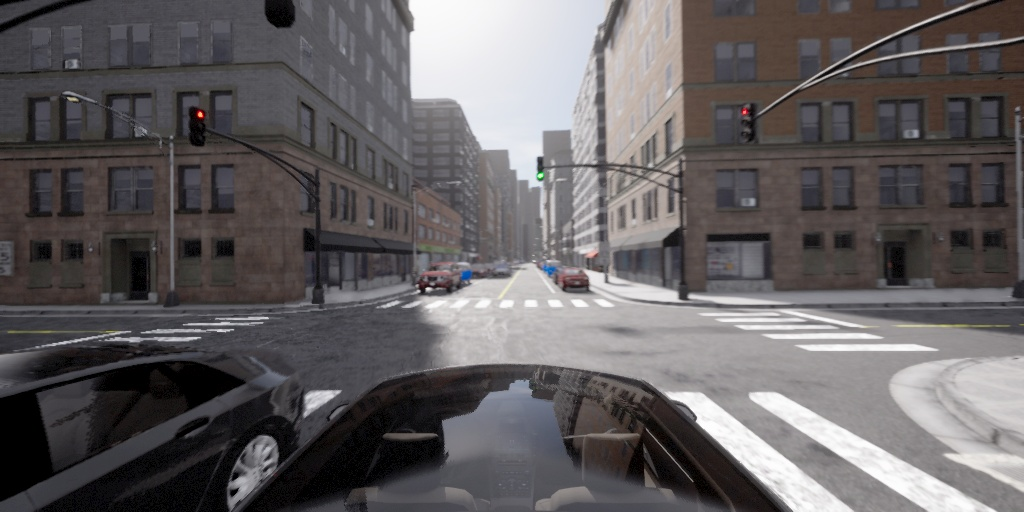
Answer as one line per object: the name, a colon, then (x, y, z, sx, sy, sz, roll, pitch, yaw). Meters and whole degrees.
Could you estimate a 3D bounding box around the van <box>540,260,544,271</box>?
van: (5.201, 1.534, 50.710, 1.690, 1.789, 3.998, 0, 0, 3)

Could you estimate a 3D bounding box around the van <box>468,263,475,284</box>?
van: (-4.326, 1.432, 29.119, 1.690, 1.789, 3.998, 0, 0, 3)

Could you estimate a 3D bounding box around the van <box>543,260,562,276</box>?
van: (4.695, 1.426, 39.719, 1.690, 1.789, 3.998, 0, 0, 3)

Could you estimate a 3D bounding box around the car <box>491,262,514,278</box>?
car: (-1.112, 1.742, 41.113, 1.994, 1.385, 4.181, -1, -1, 3)

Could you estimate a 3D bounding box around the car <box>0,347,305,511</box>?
car: (-2.943, 1.336, 1.417, 1.837, 1.490, 4.892, -1, -1, 3)

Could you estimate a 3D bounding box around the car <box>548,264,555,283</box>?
car: (4.190, 1.542, 28.728, 1.948, 1.339, 4.313, 0, 0, 3)

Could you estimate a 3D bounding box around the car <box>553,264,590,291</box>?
car: (3.937, 1.467, 23.233, 1.888, 1.381, 4.507, 0, 0, 3)

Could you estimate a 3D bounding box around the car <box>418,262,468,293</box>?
car: (-4.579, 1.352, 23.625, 2.192, 1.841, 5.009, 0, 0, 3)

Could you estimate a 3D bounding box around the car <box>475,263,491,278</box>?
car: (-3.820, 1.639, 40.110, 1.967, 1.591, 4.097, 0, 0, 3)

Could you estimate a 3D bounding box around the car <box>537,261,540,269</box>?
car: (5.707, 1.883, 61.700, 1.802, 1.307, 4.207, 0, 0, 3)
